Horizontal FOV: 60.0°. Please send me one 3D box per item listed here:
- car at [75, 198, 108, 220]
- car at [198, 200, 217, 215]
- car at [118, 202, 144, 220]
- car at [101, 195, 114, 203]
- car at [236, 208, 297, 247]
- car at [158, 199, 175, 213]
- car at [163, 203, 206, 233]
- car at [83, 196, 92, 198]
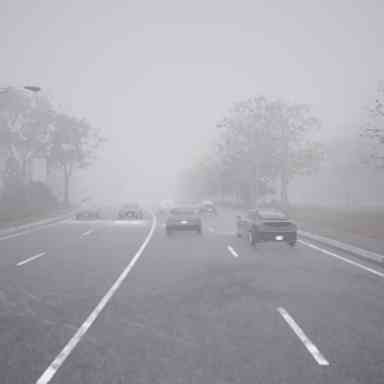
[{"bbox_3d":[-8.684,1.530,28.537,1.812,1.442,4.674,0,0,-8],"label":"car"},{"bbox_3d":[1.339,1.535,33.855,1.812,1.442,4.674,0,0,-9],"label":"car"},{"bbox_3d":[-5.093,1.569,27.954,1.994,1.385,4.181,0,0,-7],"label":"car"},{"bbox_3d":[-17.398,1.330,68.337,2.097,1.767,4.553,0,0,-26],"label":"car"},{"bbox_3d":[3.227,1.507,15.139,1.837,1.490,4.892,0,0,-3],"label":"car"},{"bbox_3d":[-2.771,1.534,37.044,1.812,1.442,4.674,0,0,-11],"label":"car"},{"bbox_3d":[-0.553,1.568,19.590,1.994,1.385,4.181,0,0,-4],"label":"car"},{"bbox_3d":[-21.422,1.560,68.471,1.895,1.301,4.718,0,0,-29],"label":"car"}]
